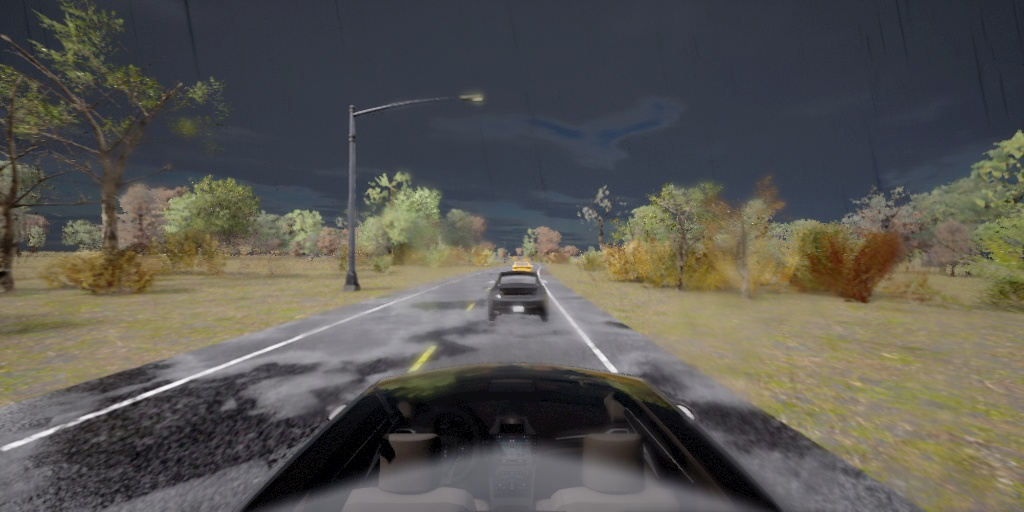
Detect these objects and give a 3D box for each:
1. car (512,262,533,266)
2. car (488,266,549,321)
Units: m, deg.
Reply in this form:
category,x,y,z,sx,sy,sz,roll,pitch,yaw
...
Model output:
category,x,y,z,sx,sy,sz,roll,pitch,yaw
car,1.038,1.294,34.998,1.882,1.535,5.008,0,0,3
car,0.227,1.261,12.553,1.837,1.490,4.892,0,0,1
